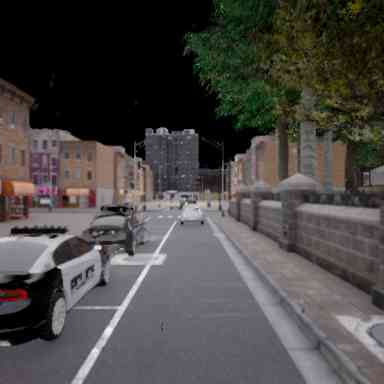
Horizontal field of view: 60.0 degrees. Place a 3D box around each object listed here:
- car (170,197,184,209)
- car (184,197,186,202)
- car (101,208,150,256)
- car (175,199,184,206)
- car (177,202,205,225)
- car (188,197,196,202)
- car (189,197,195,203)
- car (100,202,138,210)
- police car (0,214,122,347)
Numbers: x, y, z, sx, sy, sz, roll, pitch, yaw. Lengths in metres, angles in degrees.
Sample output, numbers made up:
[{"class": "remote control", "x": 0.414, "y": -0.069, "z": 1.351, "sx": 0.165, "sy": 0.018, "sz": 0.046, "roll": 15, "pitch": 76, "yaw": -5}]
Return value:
[{"class": "car", "x": -2.646, "y": 2.022, "z": 53.417, "sx": 1.752, "sy": 1.417, "sz": 4.829, "roll": 0, "pitch": -1, "yaw": 0}, {"class": "car", "x": -2.647, "y": 1.865, "z": 59.041, "sx": 2.192, "sy": 1.841, "sz": 5.009, "roll": 0, "pitch": -1, "yaw": 0}, {"class": "car", "x": -3.022, "y": 1.629, "z": 13.652, "sx": 1.837, "sy": 1.490, "sz": 4.892, "roll": 0, "pitch": -1, "yaw": 0}, {"class": "car", "x": -2.648, "y": 2.179, "z": 69.772, "sx": 1.752, "sy": 1.417, "sz": 4.829, "roll": 0, "pitch": -1, "yaw": 0}, {"class": "car", "x": 0.028, "y": 1.768, "z": 26.444, "sx": 1.812, "sy": 1.442, "sz": 4.674, "roll": 0, "pitch": -1, "yaw": 0}, {"class": "car", "x": -0.010, "y": 2.131, "z": 83.277, "sx": 2.097, "sy": 1.767, "sz": 4.553, "roll": 0, "pitch": -1, "yaw": 0}, {"class": "car", "x": -0.012, "y": 2.223, "z": 94.562, "sx": 1.882, "sy": 1.535, "sz": 5.008, "roll": 0, "pitch": -1, "yaw": 0}, {"class": "car", "x": -9.412, "y": 1.944, "z": 42.811, "sx": 4.718, "sy": 1.301, "sz": 1.895, "roll": 0, "pitch": 4, "yaw": -4}, {"class": "police car", "x": -3.010, "y": 1.487, "z": 6.763, "sx": 1.930, "sy": 1.638, "sz": 5.238, "roll": 0, "pitch": -1, "yaw": 0}]
